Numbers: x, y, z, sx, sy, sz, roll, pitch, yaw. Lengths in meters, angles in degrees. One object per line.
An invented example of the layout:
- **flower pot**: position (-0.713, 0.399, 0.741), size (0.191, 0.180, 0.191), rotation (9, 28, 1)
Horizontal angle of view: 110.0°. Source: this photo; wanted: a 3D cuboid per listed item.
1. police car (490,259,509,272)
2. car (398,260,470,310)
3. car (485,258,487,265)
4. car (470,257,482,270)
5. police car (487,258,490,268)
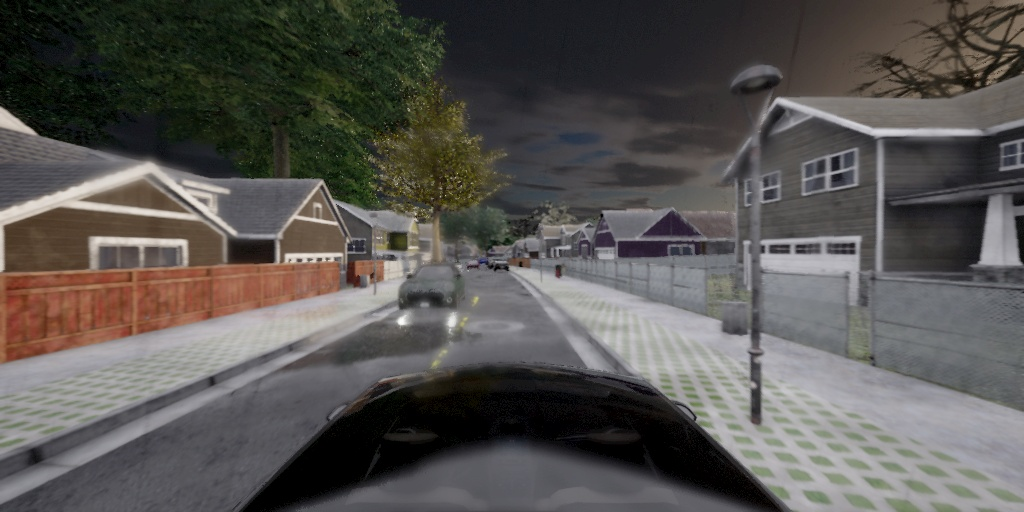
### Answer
- **police car**: position (-1.454, 1.237, 47.682), size (1.930, 1.638, 5.238), rotation (0, 0, -6)
- **car**: position (-3.074, 1.108, 14.642), size (2.097, 1.767, 4.553), rotation (0, 0, -2)
- **car**: position (-3.282, 1.415, 63.543), size (1.812, 1.442, 4.674), rotation (0, 0, -8)
- **car**: position (-6.125, 1.344, 56.964), size (1.882, 1.535, 5.008), rotation (0, 0, -6)
- **police car**: position (-2.543, 1.282, 57.671), size (1.930, 1.638, 5.238), rotation (0, 0, -7)
